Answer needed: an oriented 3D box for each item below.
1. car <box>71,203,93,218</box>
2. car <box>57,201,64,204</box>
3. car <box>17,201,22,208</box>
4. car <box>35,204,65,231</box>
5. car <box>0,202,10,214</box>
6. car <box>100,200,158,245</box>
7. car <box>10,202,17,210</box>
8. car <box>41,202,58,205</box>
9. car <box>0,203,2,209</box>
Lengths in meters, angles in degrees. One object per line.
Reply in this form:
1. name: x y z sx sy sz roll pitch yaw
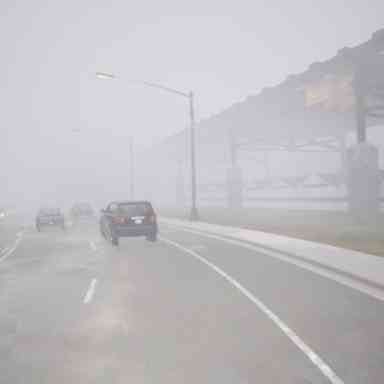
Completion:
1. car: -12.560 1.995 37.860 2.097 1.767 4.553 -1 -1 -24
2. car: -34.603 3.083 86.941 1.882 1.535 5.008 -1 0 -24
3. car: -44.273 3.317 82.850 1.837 1.490 4.892 -1 0 -24
4. car: -10.619 1.977 24.947 2.128 1.511 4.902 -1 0 -24
5. car: -31.785 2.761 54.882 1.882 1.535 5.008 -1 0 -24
6. car: -3.441 1.459 17.393 2.150 2.045 5.566 -1 -1 -23
7. car: -37.972 3.155 68.759 1.895 1.301 4.718 -1 -1 -24
8. car: -19.933 2.465 45.793 1.994 1.385 4.181 -1 0 -24
9. car: -46.206 3.346 78.601 1.837 1.490 4.892 -1 0 -24
